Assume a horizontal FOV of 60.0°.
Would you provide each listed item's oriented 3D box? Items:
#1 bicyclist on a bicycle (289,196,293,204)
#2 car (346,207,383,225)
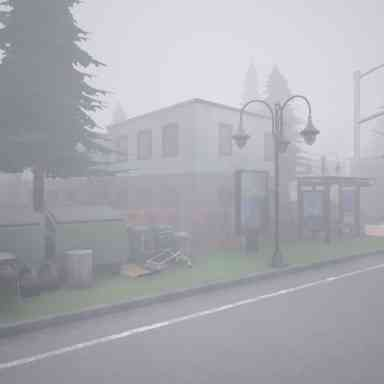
[{"bbox_3d":[10.687,1.284,36.345,0.582,1.620,1.656,0,0,44],"label":"bicyclist on a bicycle"},{"bbox_3d":[11.441,1.545,24.058,1.994,1.385,4.181,0,0,-40],"label":"car"}]
